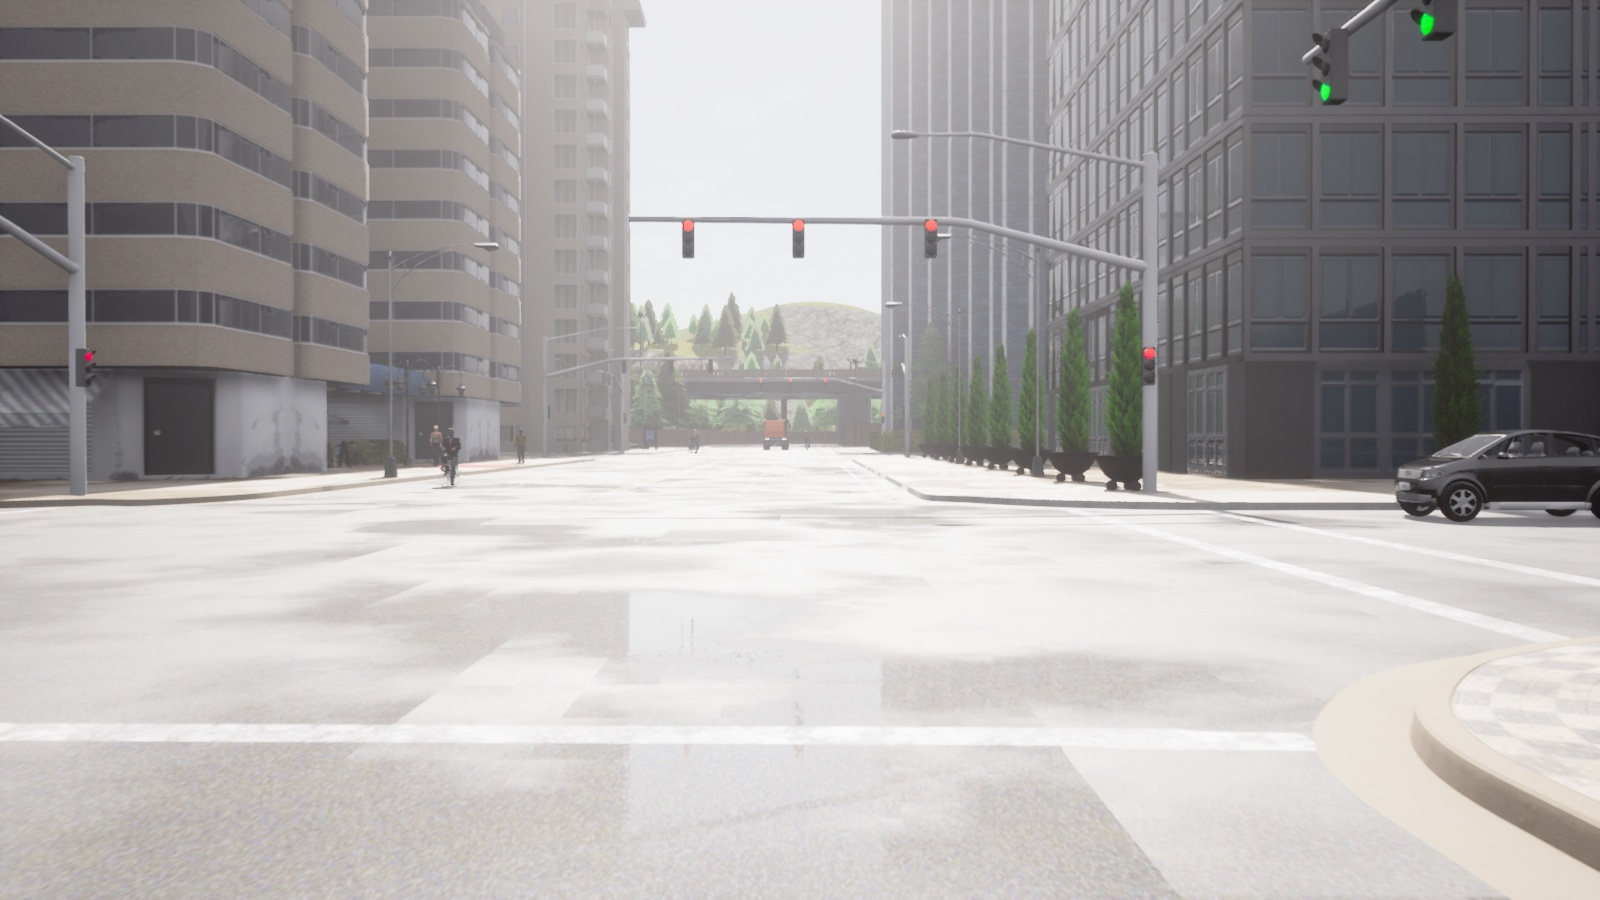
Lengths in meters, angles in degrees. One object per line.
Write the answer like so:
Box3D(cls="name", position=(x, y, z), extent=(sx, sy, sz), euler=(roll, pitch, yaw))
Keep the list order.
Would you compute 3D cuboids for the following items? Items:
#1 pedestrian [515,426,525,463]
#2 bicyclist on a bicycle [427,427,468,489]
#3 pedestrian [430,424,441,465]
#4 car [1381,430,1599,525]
Box3D(cls="pedestrian", position=(-13.990, -0.281, 62.793), extent=(0.370, 1.835, 0.726), euler=(0, 1, -1))
Box3D(cls="bicyclist on a bicycle", position=(-10.278, 0.214, 36.688), extent=(0.659, 1.776, 1.843), euler=(0, 0, 0))
Box3D(cls="pedestrian", position=(-16.124, -0.242, 55.581), extent=(0.345, 1.836, 0.594), euler=(0, 1, -1))
Box3D(cls="car", position=(12.272, 0.446, 21.621), extent=(3.705, 1.549, 1.789), euler=(0, 1, 1))
